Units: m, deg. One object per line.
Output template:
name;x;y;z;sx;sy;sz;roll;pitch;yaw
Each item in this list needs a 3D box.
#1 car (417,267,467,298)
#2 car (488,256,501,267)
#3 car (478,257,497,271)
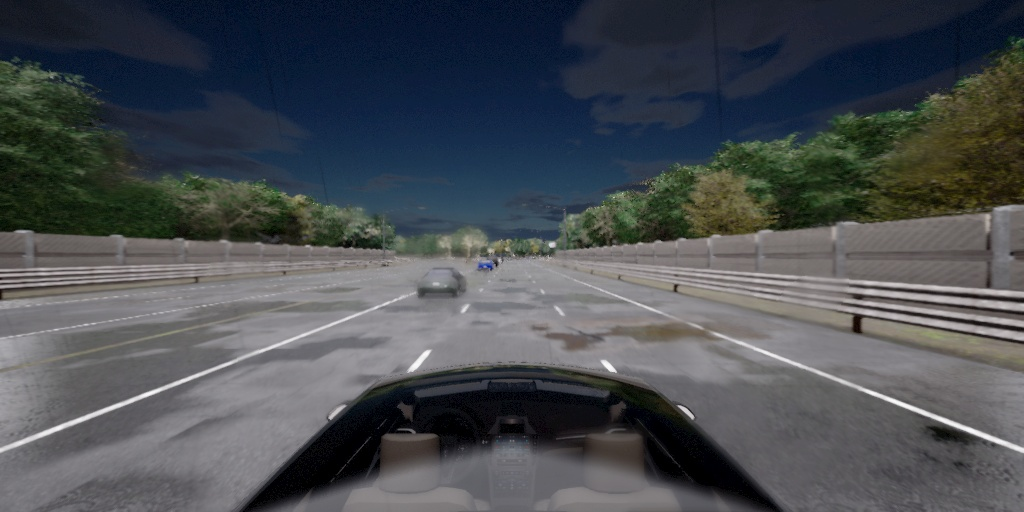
car;-3.512;1.273;18.612;1.994;1.385;4.181;0;0;0
car;-3.547;0.949;65.391;2.150;2.045;5.566;0;0;0
car;-3.535;1.214;49.215;1.882;1.535;5.008;0;0;0
